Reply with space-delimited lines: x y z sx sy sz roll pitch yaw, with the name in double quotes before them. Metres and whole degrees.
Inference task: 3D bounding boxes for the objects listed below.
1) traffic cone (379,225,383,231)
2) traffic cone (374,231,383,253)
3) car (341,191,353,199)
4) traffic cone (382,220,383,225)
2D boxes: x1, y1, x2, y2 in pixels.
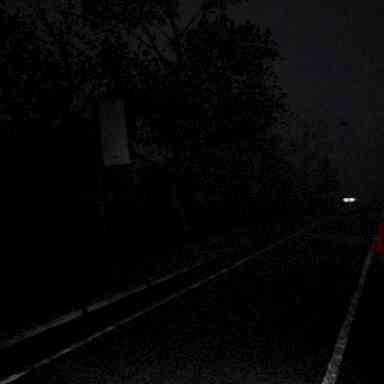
"traffic cone" 7.450 1.721 13.117 0.340 0.580 0.340 -2 0 31
"traffic cone" 6.420 1.754 11.403 0.340 0.580 0.340 -2 0 31
"car" 32.187 0.618 69.198 2.128 1.511 4.902 -4 -1 15
"traffic cone" 8.480 1.687 14.831 0.340 0.580 0.340 -2 0 31
